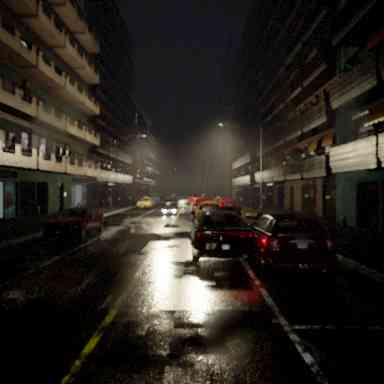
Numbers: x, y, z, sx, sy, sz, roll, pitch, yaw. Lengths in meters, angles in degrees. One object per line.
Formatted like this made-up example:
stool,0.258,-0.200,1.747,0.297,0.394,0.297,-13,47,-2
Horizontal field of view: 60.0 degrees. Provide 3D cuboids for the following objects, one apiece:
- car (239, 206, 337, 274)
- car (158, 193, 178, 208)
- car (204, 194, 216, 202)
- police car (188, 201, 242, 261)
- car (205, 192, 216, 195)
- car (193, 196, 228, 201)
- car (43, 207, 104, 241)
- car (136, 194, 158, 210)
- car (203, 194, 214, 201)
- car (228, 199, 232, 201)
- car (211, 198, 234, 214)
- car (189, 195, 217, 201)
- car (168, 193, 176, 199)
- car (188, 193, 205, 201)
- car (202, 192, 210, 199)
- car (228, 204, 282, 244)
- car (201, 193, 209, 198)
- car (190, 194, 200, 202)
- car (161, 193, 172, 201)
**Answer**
car,2.782,1.357,10.256,1.967,1.590,4.097,0,0,1
car,-2.710,1.181,40.828,2.128,1.511,4.902,0,0,1
car,3.240,1.120,61.211,2.008,1.369,4.403,0,0,1
police car,0.910,1.329,11.990,1.930,1.638,5.238,0,0,-1
car,3.189,0.916,55.547,2.192,1.841,5.009,0,0,1
car,1.100,1.283,22.089,1.801,1.575,5.366,0,0,1
car,-5.547,1.417,16.017,1.887,1.381,4.507,0,0,1
car,-5.344,1.232,38.494,1.752,1.417,4.829,0,0,1
car,3.292,1.089,66.872,2.008,1.369,4.403,0,0,1
car,2.935,1.334,27.243,1.887,1.381,4.507,0,0,1
car,2.986,1.291,32.908,1.887,1.381,4.507,0,0,1
car,0.996,1.263,27.864,1.882,1.535,5.008,0,0,-2
car,-4.937,0.977,83.787,1.752,1.417,4.829,0,0,1
car,0.451,1.000,47.546,2.097,1.767,4.553,0,0,1
car,3.444,0.892,83.856,1.967,1.590,4.097,0,0,1
car,2.835,1.398,16.089,1.752,1.417,4.829,0,0,1
car,3.495,0.993,89.516,1.947,1.339,4.313,0,0,1
car,0.575,1.082,63.564,1.812,1.442,4.674,0,0,1
car,-5.089,0.977,66.971,1.967,1.590,4.097,0,0,1
